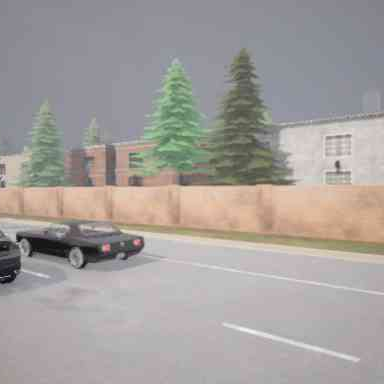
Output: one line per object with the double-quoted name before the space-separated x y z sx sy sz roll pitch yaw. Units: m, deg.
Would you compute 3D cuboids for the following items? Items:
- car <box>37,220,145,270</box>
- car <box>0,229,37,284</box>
"car" -3.877 1.572 11.004 4.718 1.301 1.895 0 0 36
"car" -6.113 1.470 8.294 4.892 1.490 1.837 -2 -1 37
